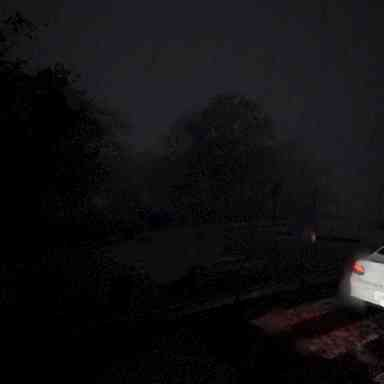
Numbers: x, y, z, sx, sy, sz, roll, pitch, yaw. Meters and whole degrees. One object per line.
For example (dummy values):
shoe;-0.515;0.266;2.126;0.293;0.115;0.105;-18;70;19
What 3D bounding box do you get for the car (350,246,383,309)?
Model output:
car;4.977;1.436;6.259;4.674;1.442;1.812;-1;0;-29
